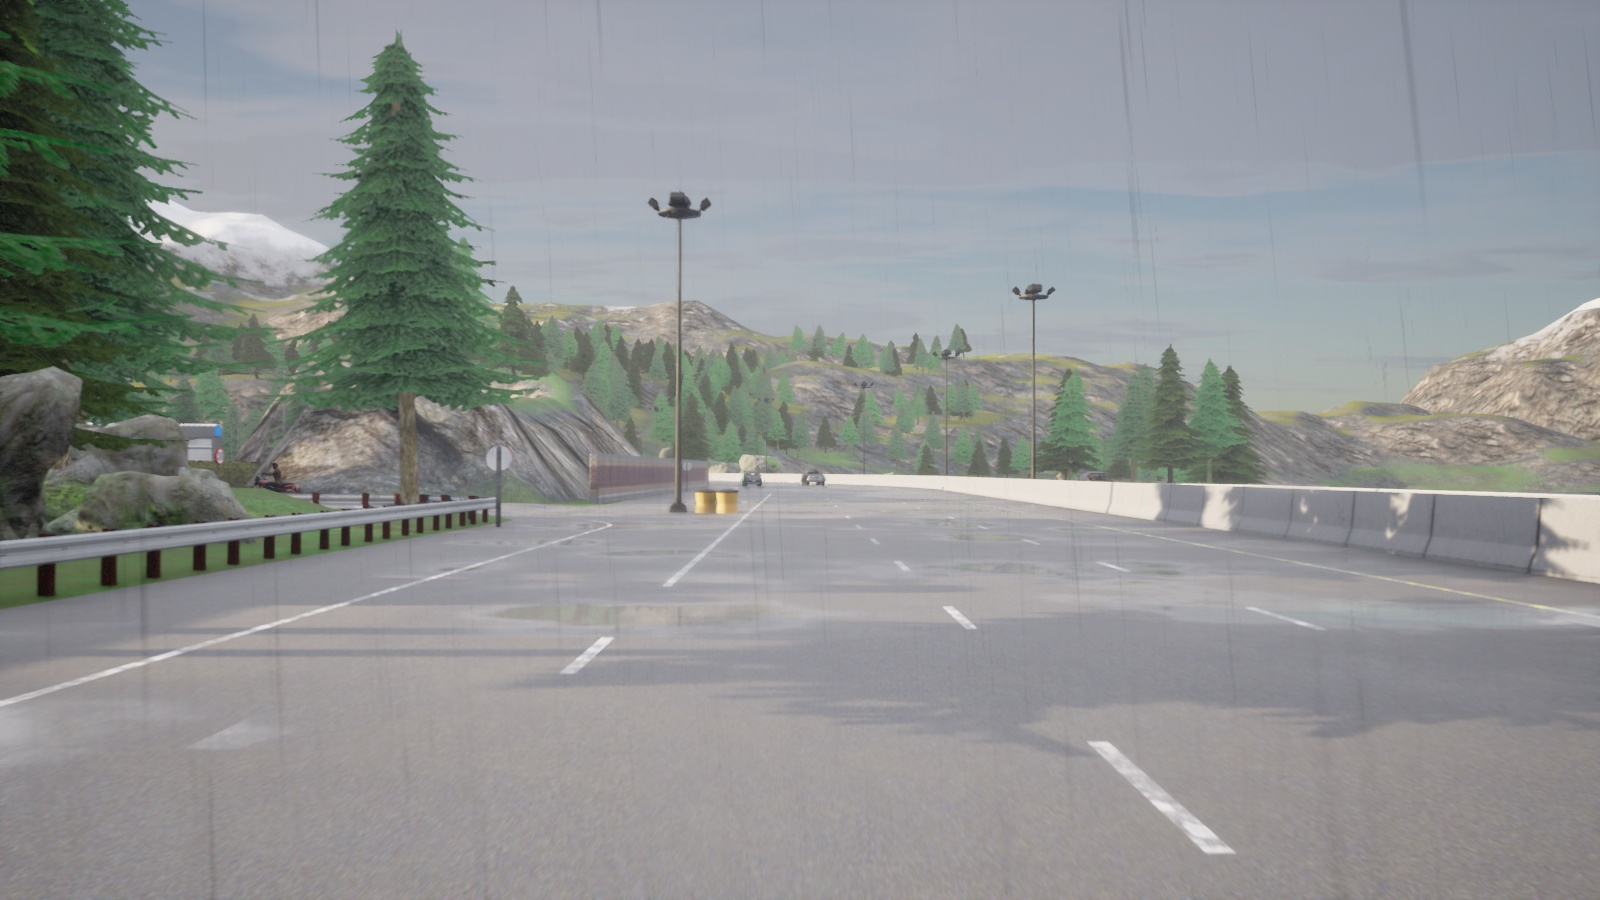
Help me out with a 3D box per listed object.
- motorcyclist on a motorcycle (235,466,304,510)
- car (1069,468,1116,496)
[{"bbox_3d":[-20.648,1.471,48.894,2.350,1.649,0.766,-1,-1,0],"label":"motorcyclist on a motorcycle"},{"bbox_3d":[17.325,1.890,74.516,1.851,1.617,3.988,0,-1,0],"label":"car"}]
